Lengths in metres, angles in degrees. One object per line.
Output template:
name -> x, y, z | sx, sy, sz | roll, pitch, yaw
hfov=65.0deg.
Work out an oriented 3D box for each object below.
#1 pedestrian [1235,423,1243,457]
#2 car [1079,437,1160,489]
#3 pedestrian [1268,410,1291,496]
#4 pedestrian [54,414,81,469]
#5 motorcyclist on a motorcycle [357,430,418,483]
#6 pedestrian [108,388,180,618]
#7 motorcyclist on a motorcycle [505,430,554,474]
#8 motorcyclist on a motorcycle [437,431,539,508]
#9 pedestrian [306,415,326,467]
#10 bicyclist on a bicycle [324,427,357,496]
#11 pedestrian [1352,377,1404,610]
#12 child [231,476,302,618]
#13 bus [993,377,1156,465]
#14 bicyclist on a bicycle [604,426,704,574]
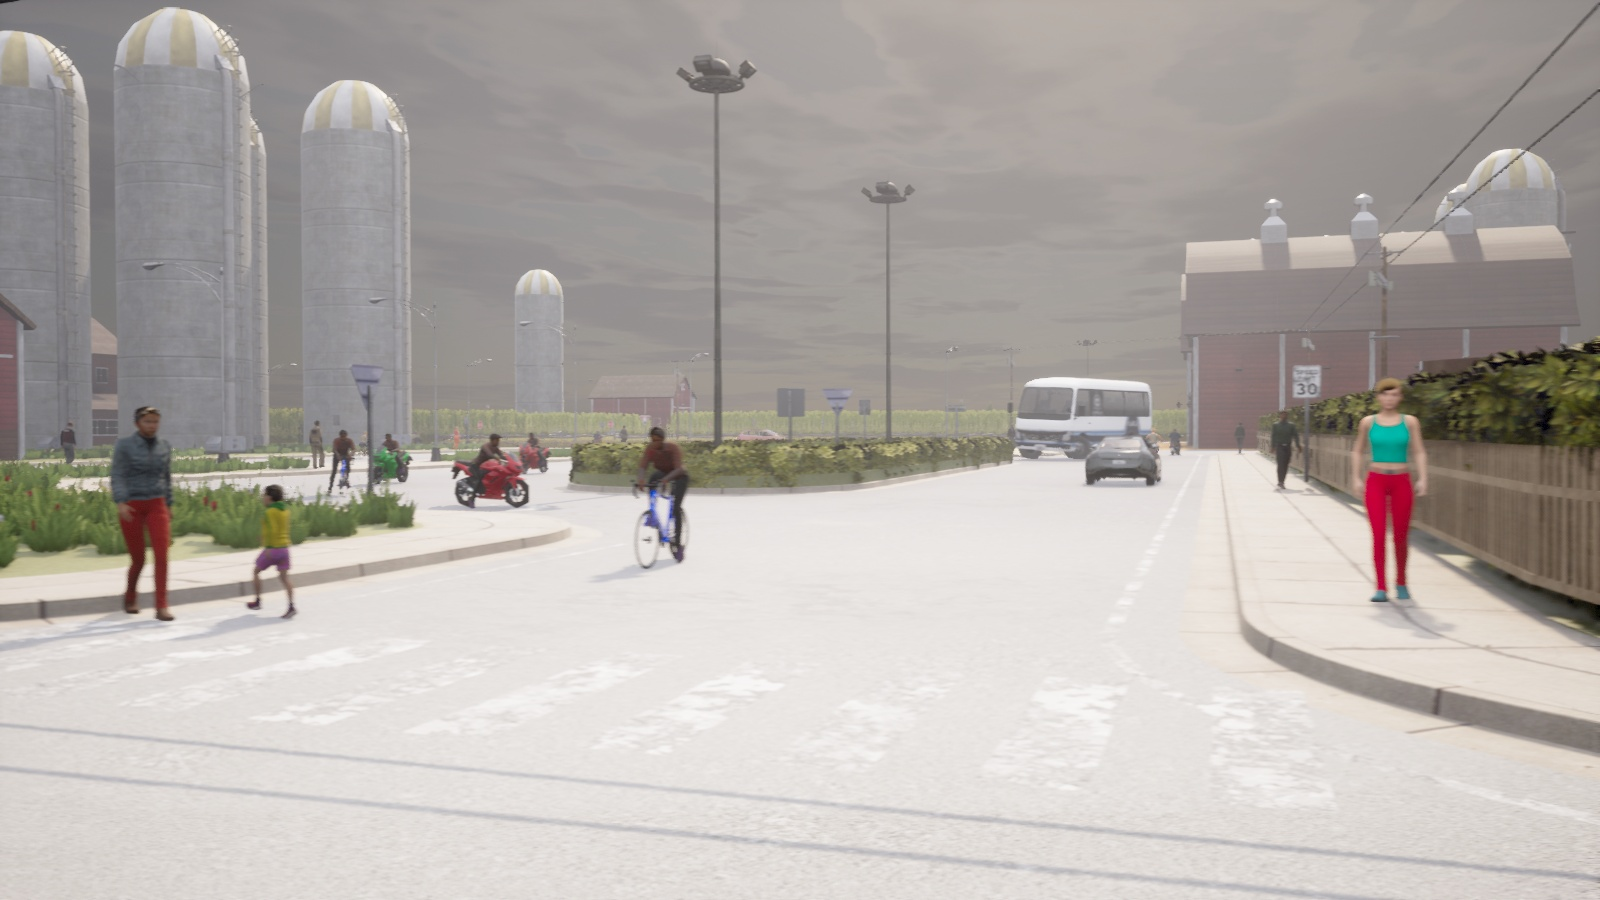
pedestrian -> 24.150, -0.534, 69.116 | 0.353, 1.847, 0.614 | 1, 1, 22
car -> 9.376, 0.339, 36.632 | 1.994, 1.385, 4.181 | 1, 1, 18
pedestrian -> 11.003, 0.061, 28.835 | 0.423, 1.949, 0.788 | 1, 1, 18
pedestrian -> -24.935, -0.298, 42.757 | 0.376, 1.854, 0.720 | 0, 1, 13
motorcyclist on a motorcycle -> -12.123, 0.170, 36.984 | 0.797, 1.523, 2.044 | 0, 1, 11
pedestrian -> -5.450, 0.424, 10.425 | 0.353, 1.847, 0.614 | -1, 1, -45
motorcyclist on a motorcycle -> -9.695, 0.049, 45.141 | 0.797, 1.523, 2.044 | 1, 1, 18
motorcyclist on a motorcycle -> -6.394, 0.373, 25.710 | 2.044, 1.523, 0.797 | 1, 1, 29
pedestrian -> -18.269, -0.347, 47.445 | 0.396, 1.930, 0.692 | 0, 1, 11
bicyclist on a bicycle -> -11.069, 0.253, 30.230 | 0.582, 1.620, 1.656 | 0, 1, -25
pedestrian -> 4.705, 0.336, 10.222 | 0.345, 1.836, 0.594 | 1, 1, 27
child -> -4.490, 0.806, 10.570 | 0.473, 1.160, 0.299 | 1, 1, 20
bus -> 14.763, -1.561, 66.662 | 3.944, 4.253, 10.273 | 4, 3, 40
bicyclist on a bicycle -> -1.687, 0.537, 14.748 | 0.582, 1.620, 1.656 | 0, 1, 16
